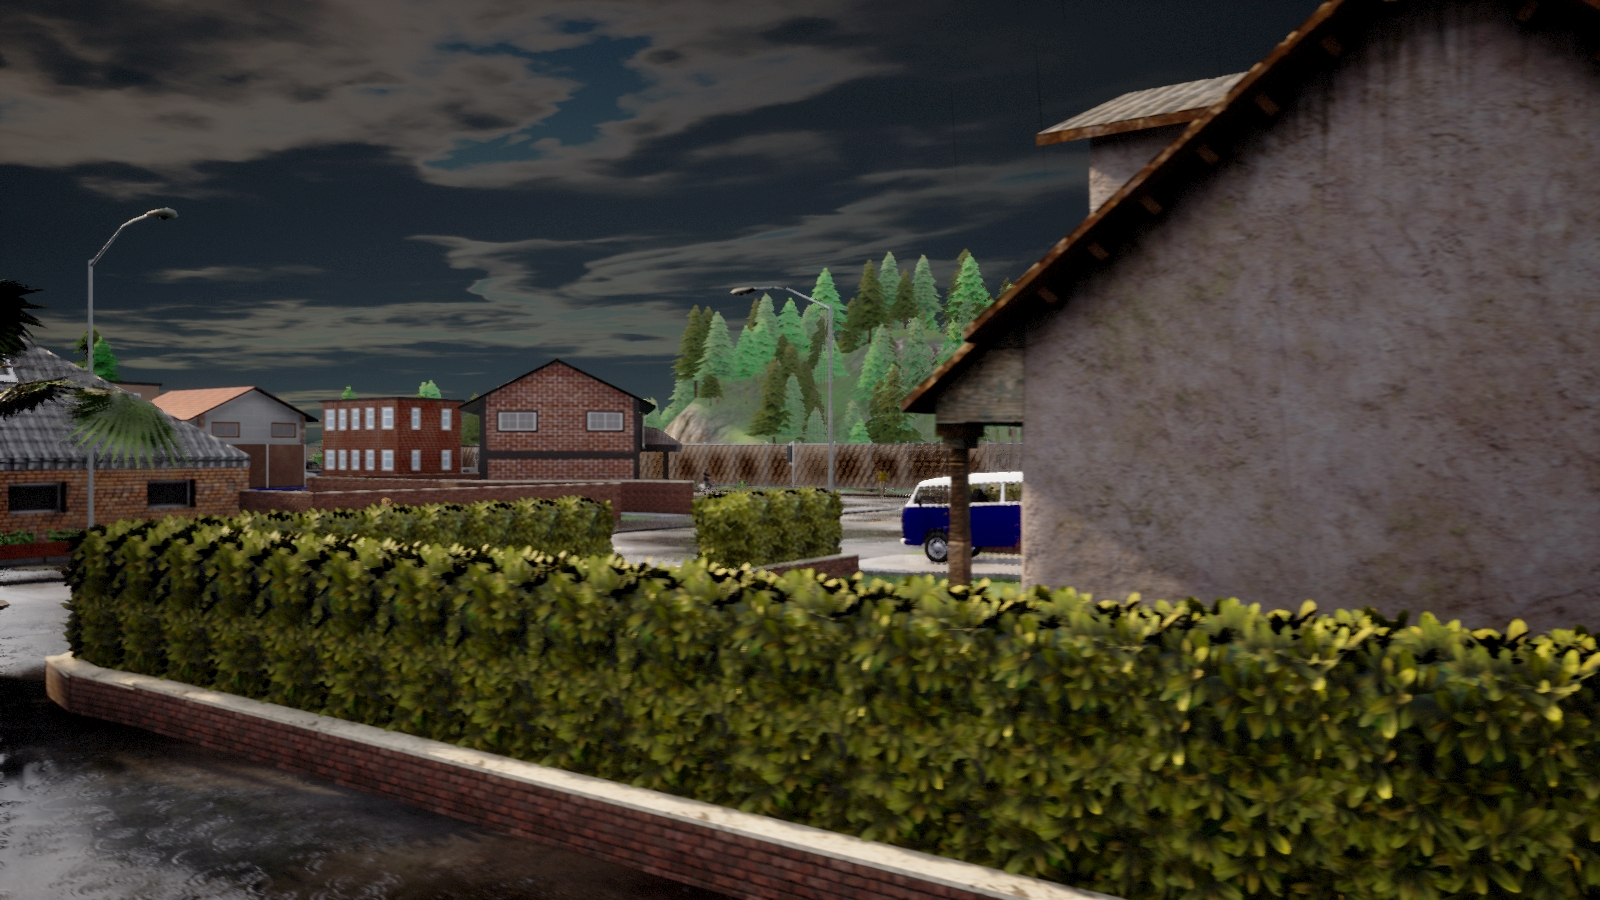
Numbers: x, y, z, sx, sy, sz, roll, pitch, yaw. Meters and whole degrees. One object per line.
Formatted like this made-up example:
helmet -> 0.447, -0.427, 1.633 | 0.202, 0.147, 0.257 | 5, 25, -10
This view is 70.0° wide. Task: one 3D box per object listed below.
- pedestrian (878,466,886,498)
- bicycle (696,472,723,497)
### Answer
pedestrian -> 4.784, 1.847, 66.489 | 0.375, 1.860, 0.375 | 0, 0, 15
bicycle -> -5.461, 2.058, 68.704 | 1.835, 1.471, 0.329 | 0, 0, 35
